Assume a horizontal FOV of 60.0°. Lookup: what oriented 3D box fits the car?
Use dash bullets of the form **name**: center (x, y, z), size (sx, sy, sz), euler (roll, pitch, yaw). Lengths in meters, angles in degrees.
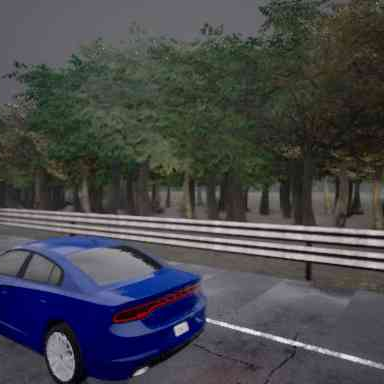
- **car**: center (-2.128, 1.479, 5.416), size (5.008, 1.535, 1.882), euler (0, 0, 36)
